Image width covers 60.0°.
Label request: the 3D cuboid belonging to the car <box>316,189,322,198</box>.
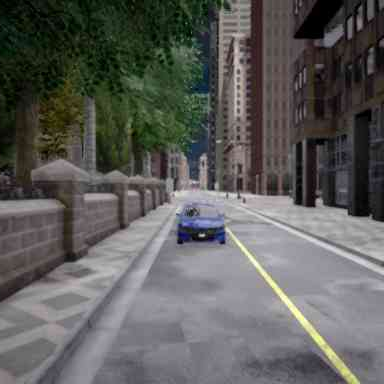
[{"bbox_3d":[20.700,0.439,57.463,4.097,1.590,1.967,0,0,0],"label":"car"}]

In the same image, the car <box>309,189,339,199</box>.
[{"bbox_3d":[26.148,0.355,65.982,5.009,1.841,2.192,0,0,0],"label":"car"}]

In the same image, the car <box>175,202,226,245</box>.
[{"bbox_3d":[0.350,1.231,14.326,1.882,1.535,5.008,0,1,0],"label":"car"}]
